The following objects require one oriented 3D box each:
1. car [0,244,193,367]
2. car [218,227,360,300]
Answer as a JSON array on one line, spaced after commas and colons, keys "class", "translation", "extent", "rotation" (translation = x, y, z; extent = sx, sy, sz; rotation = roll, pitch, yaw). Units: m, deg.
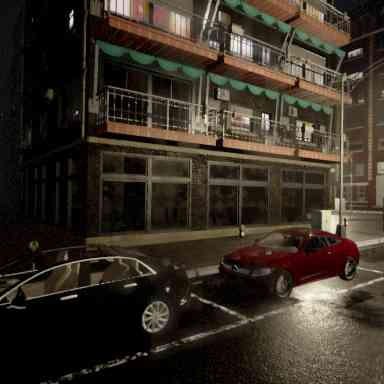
[{"class": "car", "translation": [-2.041, 1.551, 5.047], "extent": [4.403, 1.369, 2.008], "rotation": [0, 1, -36]}, {"class": "car", "translation": [2.584, 1.585, 8.354], "extent": [4.206, 1.307, 1.802], "rotation": [0, 1, -36]}]
